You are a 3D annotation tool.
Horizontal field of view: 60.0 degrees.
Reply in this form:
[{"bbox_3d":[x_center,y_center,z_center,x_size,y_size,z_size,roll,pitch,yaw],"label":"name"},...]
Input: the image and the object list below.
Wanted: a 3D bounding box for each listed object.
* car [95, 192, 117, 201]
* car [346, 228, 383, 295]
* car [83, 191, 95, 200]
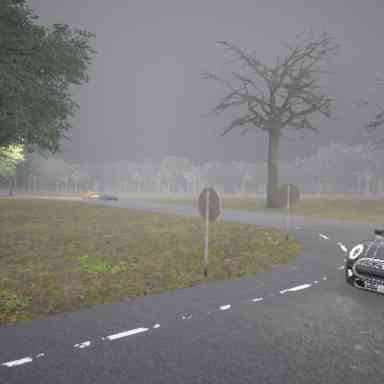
[{"bbox_3d":[-13.630,0.727,53.761,1.994,1.385,4.181,2,-1,-35],"label":"car"},{"bbox_3d":[5.656,1.311,7.869,4.553,1.767,2.097,-1,1,-35],"label":"car"},{"bbox_3d":[-18.189,0.608,60.060,1.882,1.535,5.008,2,-1,-36],"label":"car"}]
